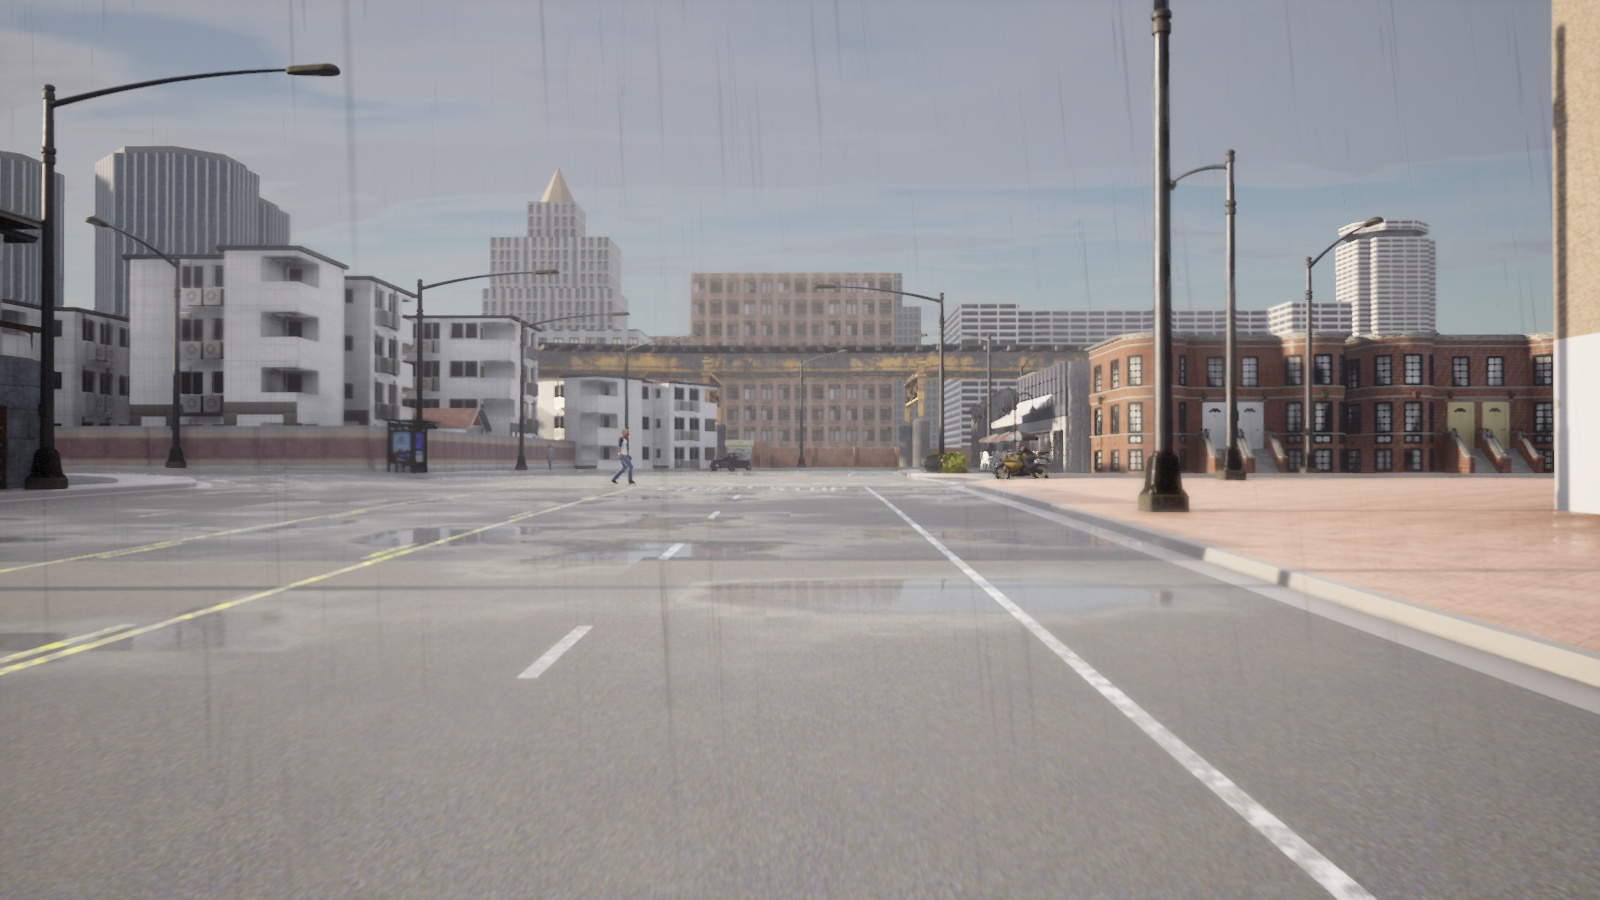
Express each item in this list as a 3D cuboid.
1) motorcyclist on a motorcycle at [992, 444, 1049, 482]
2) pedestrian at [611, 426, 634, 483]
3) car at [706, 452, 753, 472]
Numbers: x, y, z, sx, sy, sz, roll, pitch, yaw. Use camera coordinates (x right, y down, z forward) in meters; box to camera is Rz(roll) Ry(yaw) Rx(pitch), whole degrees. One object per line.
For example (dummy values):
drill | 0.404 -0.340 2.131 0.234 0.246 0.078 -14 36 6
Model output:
motorcyclist on a motorcycle | 9.035 0.525 51.586 2.191 1.530 0.866 0 0 1
pedestrian | -5.671 0.149 40.136 0.706 1.836 0.354 0 -1 -3
car | -5.485 0.945 98.466 1.816 1.474 4.193 0 -1 27
